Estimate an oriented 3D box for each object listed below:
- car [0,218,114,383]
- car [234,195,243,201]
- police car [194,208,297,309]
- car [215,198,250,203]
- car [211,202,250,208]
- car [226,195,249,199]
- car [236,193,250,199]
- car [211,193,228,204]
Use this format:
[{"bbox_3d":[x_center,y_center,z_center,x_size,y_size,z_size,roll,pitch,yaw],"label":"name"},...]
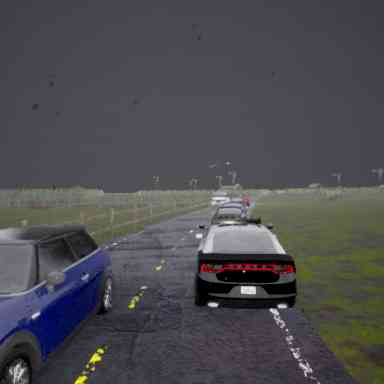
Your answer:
[{"bbox_3d":[-2.637,1.351,4.575,2.097,1.767,4.553,0,0,3],"label":"car"},{"bbox_3d":[11.762,1.423,83.965,1.812,1.442,4.674,0,0,12],"label":"car"},{"bbox_3d":[1.098,1.423,8.093,1.930,1.638,5.238,0,0,4],"label":"police car"},{"bbox_3d":[2.947,1.460,23.625,1.882,1.535,5.008,0,0,10],"label":"car"},{"bbox_3d":[2.050,1.494,17.784,1.837,1.490,4.892,0,0,8],"label":"car"},{"bbox_3d":[5.658,1.438,41.184,1.882,1.535,5.008,0,0,12],"label":"car"},{"bbox_3d":[7.755,1.168,51.290,2.150,2.045,5.566,0,0,12],"label":"car"},{"bbox_3d":[4.068,1.175,47.460,2.150,2.045,5.566,0,0,12],"label":"car"}]
